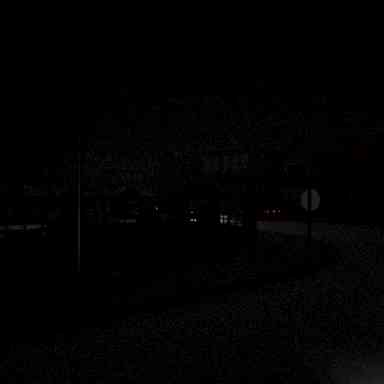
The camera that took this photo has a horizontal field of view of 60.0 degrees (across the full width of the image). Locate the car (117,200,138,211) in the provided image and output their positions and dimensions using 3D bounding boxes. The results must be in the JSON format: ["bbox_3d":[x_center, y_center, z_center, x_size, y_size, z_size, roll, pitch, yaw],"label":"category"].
[{"bbox_3d":[-7.482,1.547,38.140,2.033,1.411,5.357,0,0,-35],"label":"car"}]

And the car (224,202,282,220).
[{"bbox_3d":[4.934,1.547,27.716,2.033,1.411,5.357,0,0,-34],"label":"car"}]

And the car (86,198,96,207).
[{"bbox_3d":[-16.129,1.505,50.435,1.812,1.442,4.674,0,0,-35],"label":"car"}]

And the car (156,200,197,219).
[{"bbox_3d":[-1.427,1.505,29.629,1.837,1.490,4.892,0,0,-35],"label":"car"}]
